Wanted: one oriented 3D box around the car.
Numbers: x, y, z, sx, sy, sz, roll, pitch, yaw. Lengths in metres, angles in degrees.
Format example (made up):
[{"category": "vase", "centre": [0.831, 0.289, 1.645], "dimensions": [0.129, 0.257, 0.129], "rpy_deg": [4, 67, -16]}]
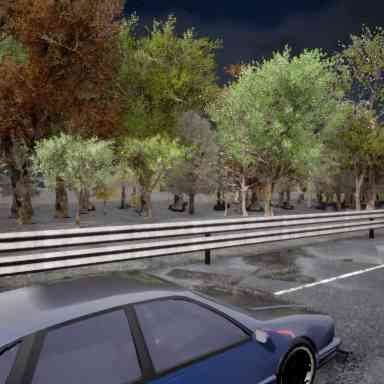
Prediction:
[{"category": "car", "centre": [-0.731, 1.547, 3.201], "dimensions": [5.357, 1.411, 2.033], "rpy_deg": [0, 0, -38]}]
